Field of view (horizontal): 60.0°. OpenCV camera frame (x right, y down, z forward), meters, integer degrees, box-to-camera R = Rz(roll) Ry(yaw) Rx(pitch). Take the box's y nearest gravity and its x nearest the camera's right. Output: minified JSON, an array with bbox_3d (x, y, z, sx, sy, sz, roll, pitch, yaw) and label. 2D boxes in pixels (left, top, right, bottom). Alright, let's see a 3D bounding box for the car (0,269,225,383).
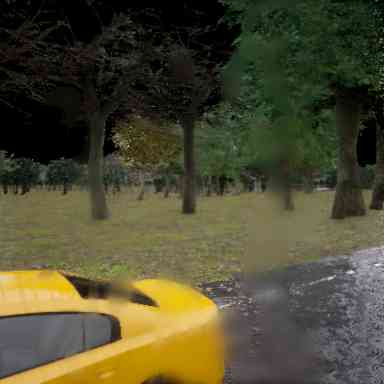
[{"bbox_3d":[-2.011,1.478,2.554,5.008,1.535,1.882,0,0,-35],"label":"car"}]
